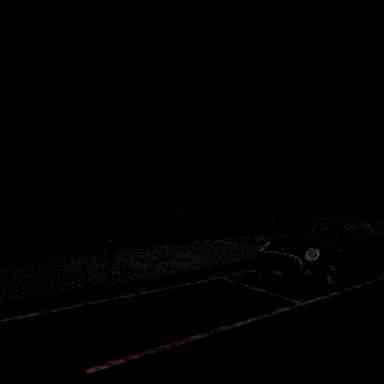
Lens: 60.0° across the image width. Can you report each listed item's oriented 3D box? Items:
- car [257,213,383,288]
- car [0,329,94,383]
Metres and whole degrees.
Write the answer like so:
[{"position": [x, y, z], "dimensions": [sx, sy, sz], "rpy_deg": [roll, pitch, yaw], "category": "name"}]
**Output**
[{"position": [3.693, 1.439, 9.158], "dimensions": [4.097, 1.590, 1.967], "rpy_deg": [0, 0, -35], "category": "car"}, {"position": [-2.782, 1.601, 1.395], "dimensions": [4.718, 1.301, 1.895], "rpy_deg": [0, 0, -35], "category": "car"}]
